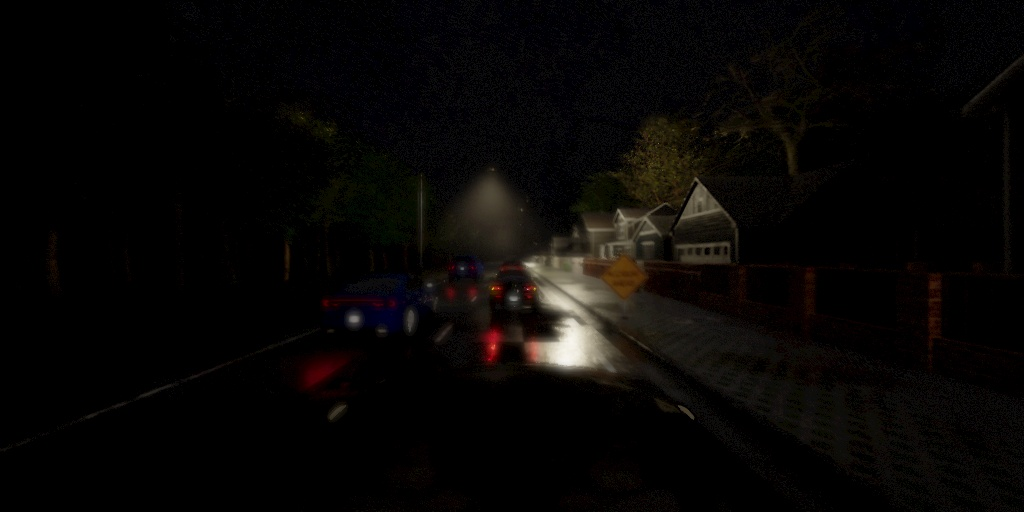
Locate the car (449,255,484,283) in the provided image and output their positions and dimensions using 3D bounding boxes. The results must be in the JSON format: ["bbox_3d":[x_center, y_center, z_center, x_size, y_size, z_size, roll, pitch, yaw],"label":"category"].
[{"bbox_3d":[-3.433,0.951,27.581,2.150,2.045,5.566,0,0,0],"label":"car"}]

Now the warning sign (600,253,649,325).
[{"bbox_3d":[3.050,0.859,9.742,1.300,1.860,1.060,0,0,0],"label":"warning sign"}]

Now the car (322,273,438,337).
[{"bbox_3d":[-3.458,1.221,10.336,1.882,1.535,5.008,0,0,0],"label":"car"}]

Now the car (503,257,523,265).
[{"bbox_3d":[0.071,1.077,28.375,2.097,1.767,4.553,0,0,0],"label":"car"}]

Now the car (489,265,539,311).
[{"bbox_3d":[0.074,1.266,14.363,1.812,1.442,4.674,0,0,0],"label":"car"}]
